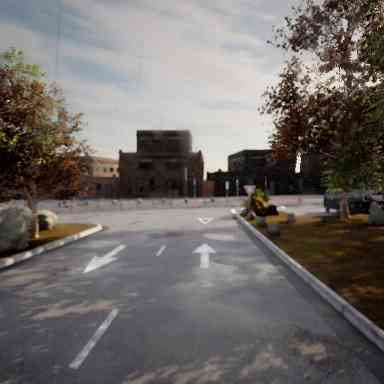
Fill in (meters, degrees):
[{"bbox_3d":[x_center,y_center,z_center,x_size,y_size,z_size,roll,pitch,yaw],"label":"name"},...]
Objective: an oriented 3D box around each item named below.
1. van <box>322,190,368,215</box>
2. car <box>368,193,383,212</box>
[{"bbox_3d":[12.099,0.734,27.047,1.878,1.987,4.442,-2,1,4],"label":"van"},{"bbox_3d":[14.867,0.877,26.735,2.163,1.488,4.792,-2,1,4],"label":"car"}]
